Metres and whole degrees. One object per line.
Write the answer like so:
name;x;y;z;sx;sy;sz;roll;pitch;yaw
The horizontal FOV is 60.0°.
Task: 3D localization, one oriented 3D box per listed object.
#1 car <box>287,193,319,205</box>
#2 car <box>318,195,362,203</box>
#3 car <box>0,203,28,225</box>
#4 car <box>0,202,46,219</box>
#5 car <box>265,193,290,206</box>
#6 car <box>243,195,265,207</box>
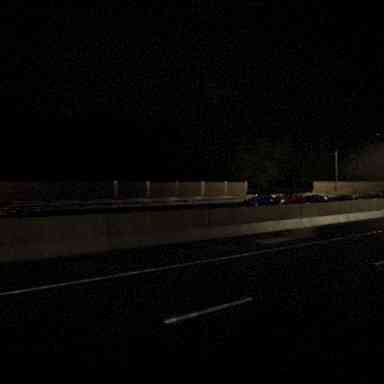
car;12.479;1.098;34.510;4.892;1.490;1.837;-1;1;-36
car;14.554;1.093;31.692;4.892;1.490;1.837;-1;1;-36
car;-14.723;1.569;23.527;5.357;1.411;2.033;0;0;-35
car;-10.448;1.504;17.976;4.902;1.511;2.128;0;0;-35
car;10.896;0.940;37.679;4.553;1.767;2.097;-1;1;-36
car;8.316;1.082;40.134;5.008;1.535;1.882;-1;1;-36
